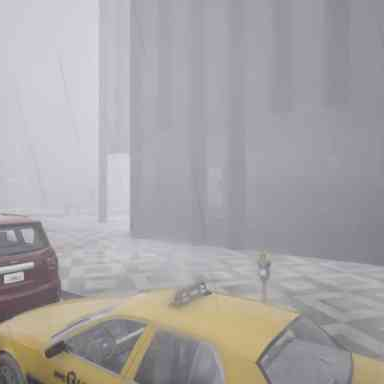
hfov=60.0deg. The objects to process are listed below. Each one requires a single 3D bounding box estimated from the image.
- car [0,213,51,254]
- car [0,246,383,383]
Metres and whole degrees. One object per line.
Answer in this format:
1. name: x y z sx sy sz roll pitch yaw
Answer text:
1. car: -4.495 1.314 6.179 5.009 1.841 2.192 0 0 36
2. car: -0.221 1.525 3.121 4.829 1.417 1.752 0 0 36
